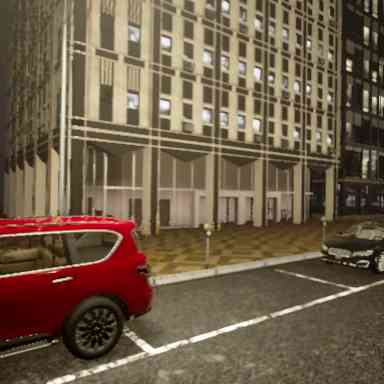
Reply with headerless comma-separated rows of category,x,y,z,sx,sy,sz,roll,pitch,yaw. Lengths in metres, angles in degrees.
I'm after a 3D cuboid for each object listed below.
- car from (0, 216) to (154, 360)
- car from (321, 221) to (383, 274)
car,-2.919,1.316,4.465,5.009,1.841,2.192,1,0,-36
car,5.990,1.652,10.825,4.403,1.369,2.008,1,0,-36
